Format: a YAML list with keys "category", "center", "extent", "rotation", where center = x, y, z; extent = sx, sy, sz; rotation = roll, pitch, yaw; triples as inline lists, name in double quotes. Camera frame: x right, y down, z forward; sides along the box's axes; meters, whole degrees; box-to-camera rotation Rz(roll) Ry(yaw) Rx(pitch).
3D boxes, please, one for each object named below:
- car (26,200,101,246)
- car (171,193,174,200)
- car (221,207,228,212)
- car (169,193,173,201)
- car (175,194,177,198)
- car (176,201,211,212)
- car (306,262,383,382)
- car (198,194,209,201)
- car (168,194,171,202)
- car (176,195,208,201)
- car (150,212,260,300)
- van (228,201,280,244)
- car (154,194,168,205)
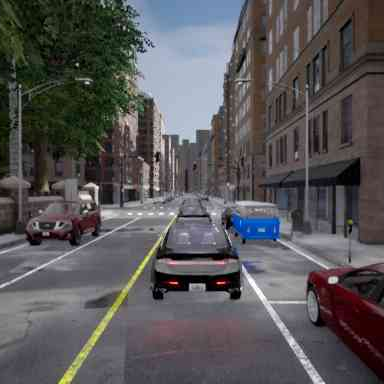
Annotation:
- category: "car"
  center: [-5.676, 1.309, 15.426]
  extent: [2.192, 1.841, 5.009]
  rotation: [0, 0, 0]
- category: "car"
  center: [-5.697, 1.486, 75.468]
  extent: [1.887, 1.381, 4.507]
  rotation: [0, 0, 0]
- category: "car"
  center: [2.848, 1.556, 21.130]
  extent: [1.947, 1.339, 4.313]
  rotation: [0, 0, 0]
- category: "car"
  center: [-5.695, 1.488, 70.017]
  extent: [1.887, 1.381, 4.507]
  rotation: [0, 0, 0]
- category: "car"
  center: [-5.701, 1.491, 86.369]
  extent: [2.008, 1.369, 4.403]
  rotation: [0, 0, 0]
- category: "car"
  center: [0.092, 1.484, 18.309]
  extent: [2.128, 1.511, 4.902]
  rotation: [0, 0, 0]
- category: "car"
  center: [2.853, 1.544, 4.149]
  extent: [1.887, 1.381, 4.507]
  rotation: [0, 0, 0]
- category: "car"
  center: [2.827, 1.382, 75.506]
  extent: [1.967, 1.590, 4.097]
  rotation: [0, 0, 0]
- category: "car"
  center: [-5.693, 1.497, 64.565]
  extent: [2.008, 1.369, 4.403]
  rotation: [0, 0, 0]
- category: "car"
  center: [-0.011, 1.336, 27.486]
  extent: [2.097, 1.767, 4.553]
  rotation: [0, 0, 0]
- category: "car"
  center: [0.097, 1.489, 8.370]
  extent: [2.128, 1.511, 4.902]
  rotation: [0, 0, 0]
- category: "van"
  center: [2.849, 1.335, 15.469]
  extent: [1.690, 1.788, 3.998]
  rotation: [0, 0, 0]
- category: "car"
  center: [-5.691, 1.476, 58.945]
  extent: [1.752, 1.417, 4.829]
  rotation: [0, 0, 0]
